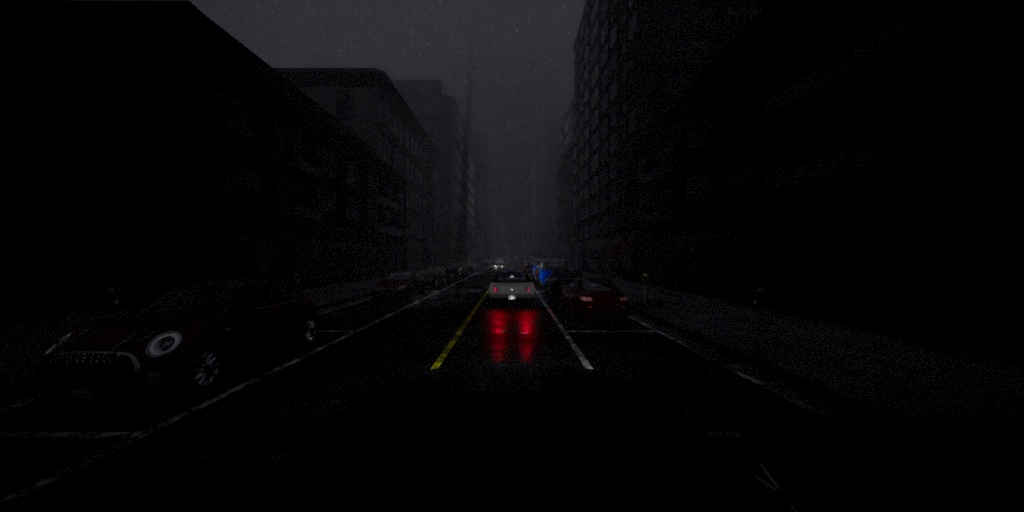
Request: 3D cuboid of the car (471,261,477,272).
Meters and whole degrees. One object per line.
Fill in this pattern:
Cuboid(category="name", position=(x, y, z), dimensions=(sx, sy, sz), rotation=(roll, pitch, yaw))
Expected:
Cuboid(category="car", position=(-5.387, 1.331, 45.054), dimensions=(2.007, 1.370, 4.403), rotation=(0, 0, 0))

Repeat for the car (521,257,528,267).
Cuboid(category="car", position=(2.638, 1.228, 50.565), dimensions=(1.967, 1.591, 4.097), rotation=(0, 0, 0))

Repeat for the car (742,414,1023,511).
Cuboid(category="car", position=(2.638, 1.314, 0.968), dimensions=(1.948, 1.339, 4.313), rotation=(0, 0, 0))

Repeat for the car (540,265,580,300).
Cuboid(category="car", position=(2.637, 1.318, 17.501), dimensions=(1.948, 1.339, 4.313), rotation=(0, 0, 0))

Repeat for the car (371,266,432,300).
Cuboid(category="car", position=(-5.387, 1.335, 17.500), dimensions=(1.802, 1.307, 4.207), rotation=(0, 0, 0))

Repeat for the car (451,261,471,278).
Cuboid(category="car", position=(-5.387, 1.207, 34.032), dimensions=(1.967, 1.591, 4.097), rotation=(0, 0, 0))

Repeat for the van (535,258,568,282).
Cuboid(category="van", position=(2.638, 1.097, 23.011), dimensions=(1.690, 1.789, 3.998), rotation=(0, 0, 0))

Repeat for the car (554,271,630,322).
Cuboid(category="car", position=(2.638, 1.332, 11.991), dimensions=(1.802, 1.307, 4.207), rotation=(0, 0, 0))

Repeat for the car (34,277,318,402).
Cuboid(category="car", position=(-5.387, 1.189, 6.479), dimensions=(1.967, 1.591, 4.097), rotation=(0, 0, 0))

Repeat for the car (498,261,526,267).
Cuboid(category="car", position=(0.000, 1.382, 31.531), dimensions=(1.895, 1.301, 4.718), rotation=(0, 0, 0))

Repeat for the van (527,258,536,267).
Cuboid(category="van", position=(2.638, 1.108, 34.032), dimensions=(1.690, 1.789, 3.998), rotation=(0, 0, 0))

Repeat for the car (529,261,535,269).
Cuboid(category="car", position=(2.638, 1.311, 28.522), dimensions=(2.007, 1.370, 4.403), rotation=(0, 0, 0))

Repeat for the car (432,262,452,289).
Cuboid(category="car", position=(-5.387, 1.307, 23.011), dimensions=(2.007, 1.370, 4.403), rotation=(0, 0, 0))

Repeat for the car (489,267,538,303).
Cuboid(category="car", position=(0.000, 1.370, 16.530), dimensions=(1.895, 1.301, 4.718), rotation=(0, 0, 0))
